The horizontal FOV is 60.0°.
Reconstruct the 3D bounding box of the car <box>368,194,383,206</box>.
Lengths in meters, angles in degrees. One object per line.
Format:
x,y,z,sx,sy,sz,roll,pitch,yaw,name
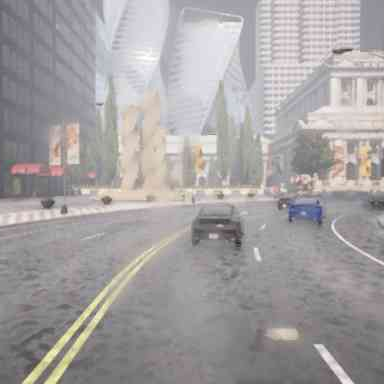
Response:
21.043,0.882,35.545,4.718,1.301,1.895,-1,1,-30,car

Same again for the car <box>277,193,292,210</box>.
9.491,0.887,30.425,1.837,1.490,4.892,0,1,40,car

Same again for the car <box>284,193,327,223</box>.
7.435,1.046,21.228,1.882,1.535,5.008,0,1,25,car

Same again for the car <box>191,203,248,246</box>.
1.197,1.223,13.765,1.837,1.490,4.892,0,1,11,car
